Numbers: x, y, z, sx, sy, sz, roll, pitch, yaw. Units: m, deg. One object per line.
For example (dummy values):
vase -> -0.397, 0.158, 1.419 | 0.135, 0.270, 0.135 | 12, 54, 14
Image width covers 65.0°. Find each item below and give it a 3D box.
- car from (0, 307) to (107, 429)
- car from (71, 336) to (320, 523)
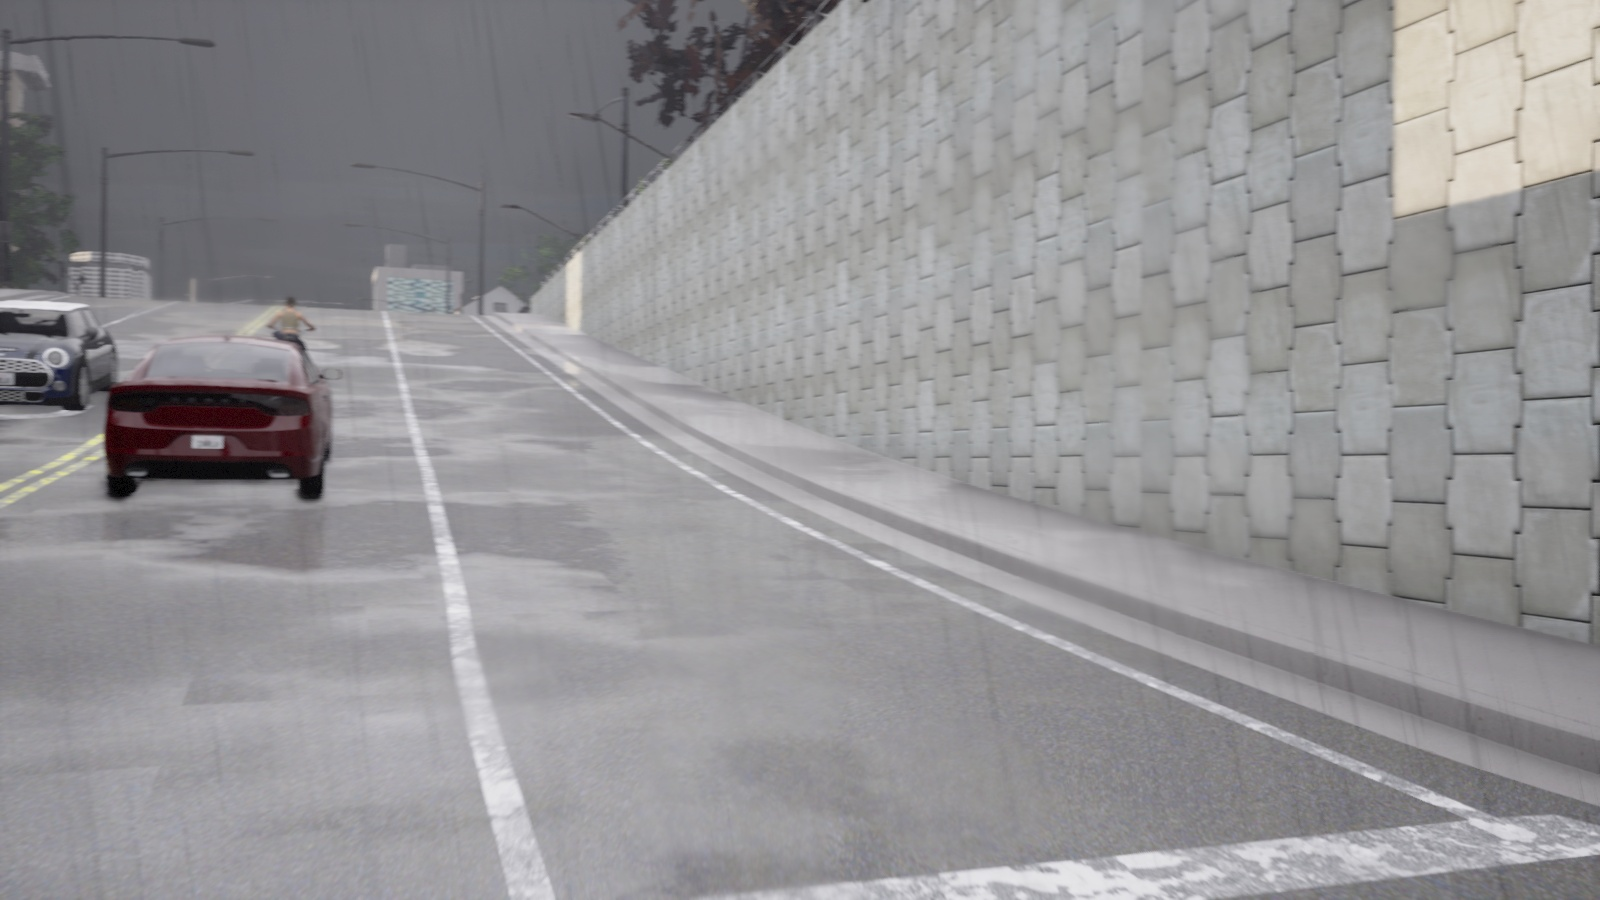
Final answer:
car -> -11.906, -1.304, 18.910 | 1.970, 1.475, 3.806 | 0, 9, -20
car -> -6.214, -0.386, 13.464 | 1.882, 1.535, 5.008 | 0, 6, -20
